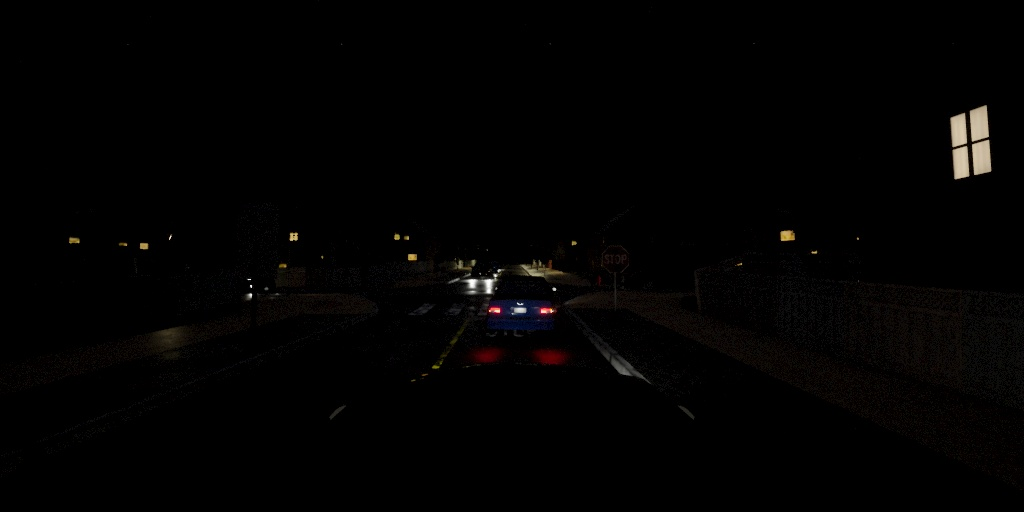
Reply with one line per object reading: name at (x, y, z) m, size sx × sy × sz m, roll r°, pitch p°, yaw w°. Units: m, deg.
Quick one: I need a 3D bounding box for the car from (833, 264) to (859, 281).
car at (25.285, 1.282, 26.835) m, size 4.892 × 1.490 × 1.837 m, roll 0°, pitch -3°, yaw -19°

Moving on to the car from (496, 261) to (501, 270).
car at (-2.791, 1.351, 45.170) m, size 1.882 × 1.535 × 5.008 m, roll 0°, pitch 0°, yaw 0°

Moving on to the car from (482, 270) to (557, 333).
car at (0.375, 1.310, 10.810) m, size 2.033 × 1.411 × 5.357 m, roll 0°, pitch 0°, yaw 4°

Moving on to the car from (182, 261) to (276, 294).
car at (-14.477, 1.060, 17.998) m, size 4.553 × 1.767 × 2.097 m, roll 0°, pitch -3°, yaw 2°

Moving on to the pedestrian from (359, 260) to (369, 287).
pedestrian at (-9.793, 1.148, 23.671) m, size 0.375 × 1.860 × 0.375 m, roll 0°, pitch -3°, yaw -1°

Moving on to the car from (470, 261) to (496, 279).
car at (-2.814, 1.333, 34.174) m, size 1.837 × 1.490 × 4.892 m, roll 0°, pitch 0°, yaw 0°

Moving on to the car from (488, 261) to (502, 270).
car at (-2.767, 1.509, 59.263) m, size 1.994 × 1.385 × 4.181 m, roll 0°, pitch 0°, yaw 0°

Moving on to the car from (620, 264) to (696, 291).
car at (8.428, 1.166, 19.468) m, size 5.008 × 1.535 × 1.882 m, roll 0°, pitch -2°, yaw -4°
